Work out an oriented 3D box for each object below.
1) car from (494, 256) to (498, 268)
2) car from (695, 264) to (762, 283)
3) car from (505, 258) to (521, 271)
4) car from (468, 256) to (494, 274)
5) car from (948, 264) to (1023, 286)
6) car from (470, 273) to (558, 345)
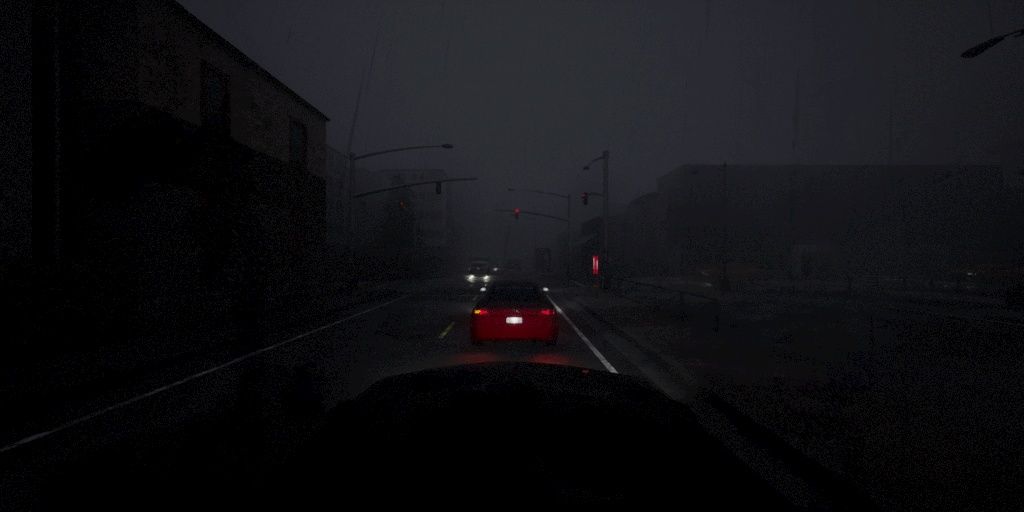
[{"bbox_3d":[-3.552,0.972,61.145,2.150,2.045,5.566,0,0,0],"label":"car"},{"bbox_3d":[17.758,1.403,29.583,5.008,1.535,1.882,0,0,0],"label":"car"},{"bbox_3d":[0.112,1.101,48.840,2.097,1.767,4.553,0,0,0],"label":"car"},{"bbox_3d":[-3.589,0.972,40.686,2.150,2.045,5.566,0,0,0],"label":"car"},{"bbox_3d":[39.217,1.403,29.604,5.008,1.535,1.882,0,0,0],"label":"car"},{"bbox_3d":[0.064,1.314,9.508,1.994,1.385,4.181,0,0,0],"label":"car"}]
